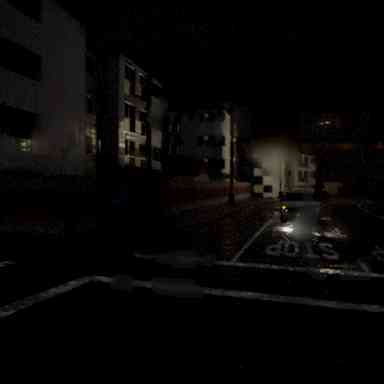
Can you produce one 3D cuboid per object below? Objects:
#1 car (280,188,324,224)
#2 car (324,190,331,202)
[{"bbox_3d":[6.788,0.846,20.744,2.150,2.045,5.566,1,3,19],"label":"car"},{"bbox_3d":[16.730,0.468,44.000,1.837,1.490,4.892,1,2,43],"label":"car"}]
